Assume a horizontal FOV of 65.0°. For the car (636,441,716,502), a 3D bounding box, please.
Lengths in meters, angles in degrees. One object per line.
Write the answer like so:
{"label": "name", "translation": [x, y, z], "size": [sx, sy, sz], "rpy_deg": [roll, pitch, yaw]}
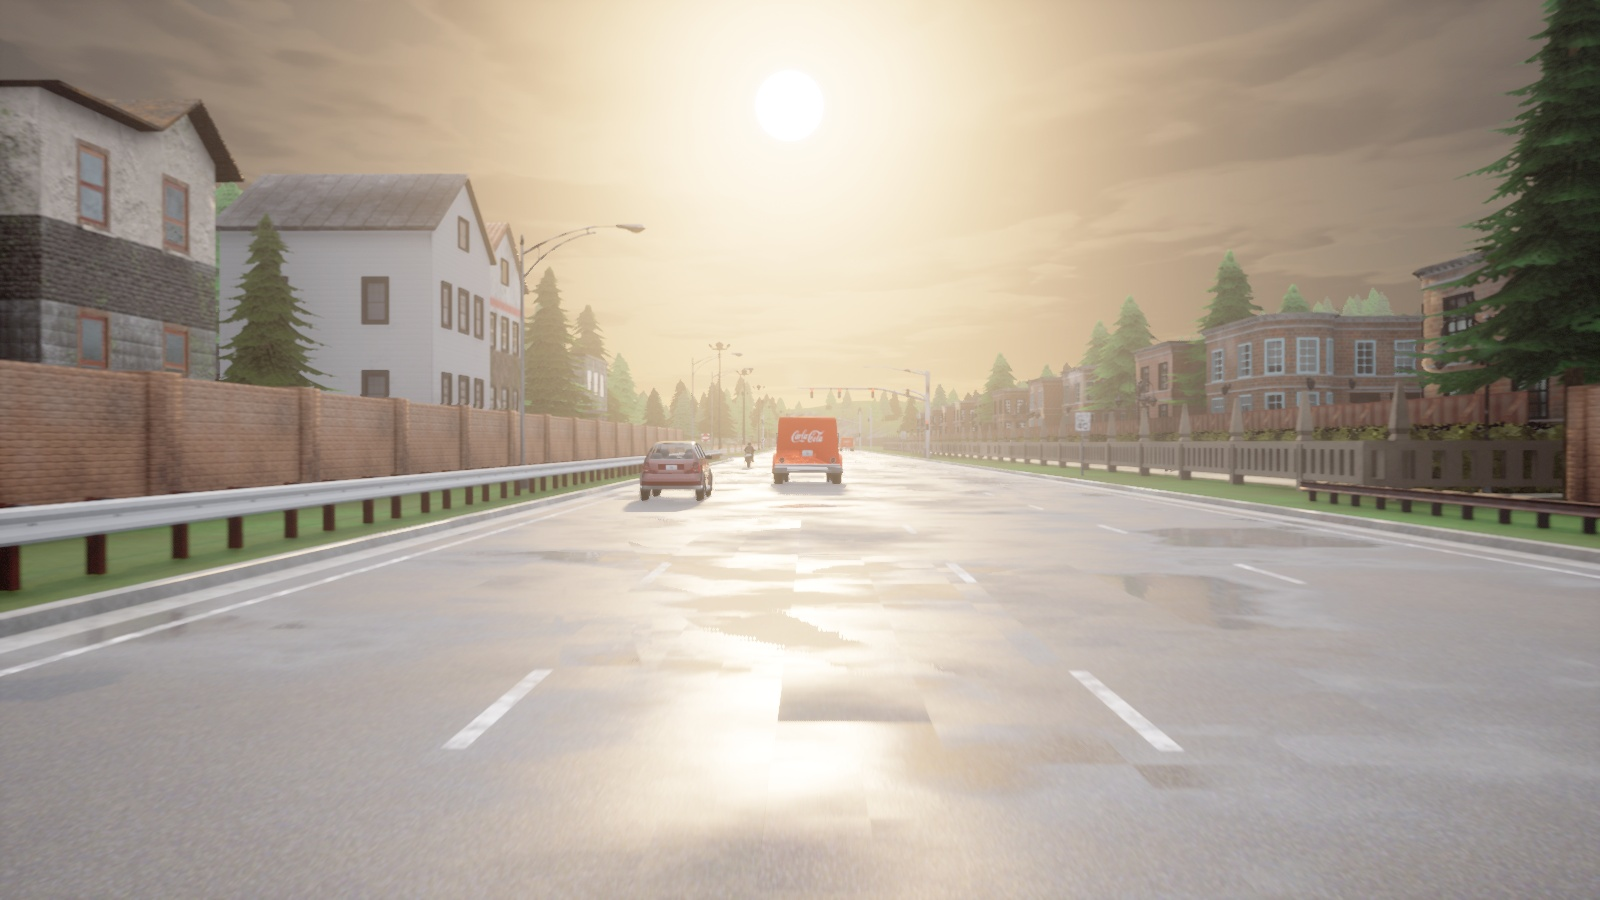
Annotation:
{"label": "car", "translation": [-3.292, 0.532, 33.912], "size": [1.789, 1.549, 3.705], "rpy_deg": [0, 0, 0]}

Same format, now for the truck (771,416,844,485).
{"label": "truck", "translation": [0.285, -0.006, 47.377], "size": [2.627, 2.467, 5.204], "rpy_deg": [0, 0, 0]}
